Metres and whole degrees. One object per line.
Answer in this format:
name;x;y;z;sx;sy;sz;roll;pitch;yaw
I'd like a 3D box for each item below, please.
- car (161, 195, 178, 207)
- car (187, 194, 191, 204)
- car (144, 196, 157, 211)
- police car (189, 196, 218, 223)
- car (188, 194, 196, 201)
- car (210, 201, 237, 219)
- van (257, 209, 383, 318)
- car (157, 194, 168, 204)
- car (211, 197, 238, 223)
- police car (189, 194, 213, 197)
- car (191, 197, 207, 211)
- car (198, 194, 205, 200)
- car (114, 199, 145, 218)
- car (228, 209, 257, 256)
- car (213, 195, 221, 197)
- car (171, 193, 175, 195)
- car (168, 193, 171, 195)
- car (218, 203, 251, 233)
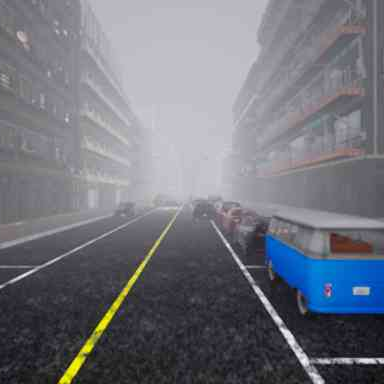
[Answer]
car;-3.084;1.529;50.306;1.895;1.301;4.718;0;0;0
car;-0.003;1.402;60.724;2.128;1.511;4.902;0;0;0
car;-5.691;1.470;40.785;1.752;1.417;4.829;0;0;0
police car;0.899;1.392;25.285;1.930;1.638;5.238;0;0;0
car;-0.003;1.235;75.723;1.882;1.535;5.008;0;0;0
car;2.691;1.511;29.679;2.008;1.369;4.403;0;0;0
van;2.692;1.332;7.133;1.690;1.788;3.998;0;0;0
car;-5.692;1.356;57.865;1.967;1.590;4.097;0;0;0
car;2.691;1.409;24.043;1.967;1.590;4.097;0;0;0
police car;0.899;1.378;35.285;1.930;1.638;5.238;0;0;0
car;0.825;1.449;41.175;1.837;1.490;4.892;0;0;0
car;2.687;1.380;91.849;1.752;1.417;4.829;0;0;0
car;-5.691;1.527;29.681;1.947;1.339;4.313;0;0;0
car;2.691;1.550;12.770;1.947;1.339;4.313;0;0;0
car;2.691;1.258;40.951;2.192;1.841;5.009;0;0;0
car;-5.692;1.170;91.683;2.192;1.841;5.009;0;0;0
car;-5.691;1.221;63.501;2.192;1.841;5.009;0;0;0
car;2.691;1.521;18.406;1.887;1.381;4.507;0;0;0
